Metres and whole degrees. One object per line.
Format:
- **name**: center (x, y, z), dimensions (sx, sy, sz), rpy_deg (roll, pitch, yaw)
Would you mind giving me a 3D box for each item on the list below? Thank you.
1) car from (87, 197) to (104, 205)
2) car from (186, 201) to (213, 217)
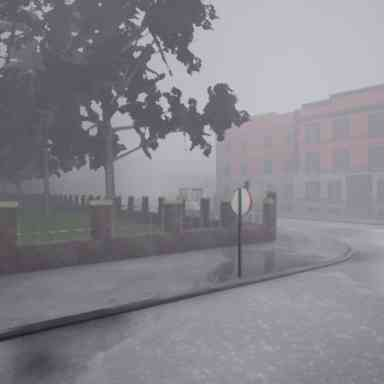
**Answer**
- **car**: center (-14.032, 1.507, 49.312), dimensions (1.837, 1.490, 4.892), rpy_deg (0, -1, -35)
- **car**: center (-0.088, 1.525, 29.651), dimensions (1.812, 1.442, 4.674), rpy_deg (0, 0, -35)
